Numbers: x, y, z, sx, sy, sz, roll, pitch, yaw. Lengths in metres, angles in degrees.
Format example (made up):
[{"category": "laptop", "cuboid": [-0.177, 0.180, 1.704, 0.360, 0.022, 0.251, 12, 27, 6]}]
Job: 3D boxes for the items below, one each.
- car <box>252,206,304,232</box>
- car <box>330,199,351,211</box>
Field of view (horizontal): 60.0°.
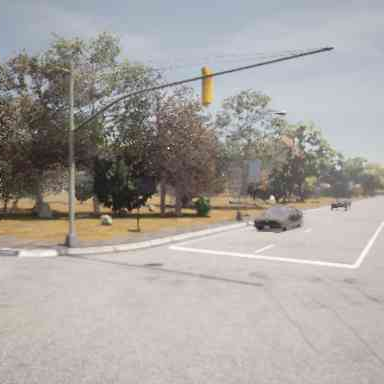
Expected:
[{"category": "car", "cuboid": [5.605, 1.583, 20.949, 2.033, 1.411, 5.357, 0, 0, 32]}, {"category": "car", "cuboid": [18.560, 1.494, 41.459, 1.895, 1.301, 4.718, 0, 0, 32]}]
